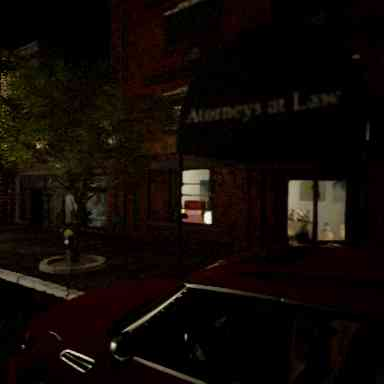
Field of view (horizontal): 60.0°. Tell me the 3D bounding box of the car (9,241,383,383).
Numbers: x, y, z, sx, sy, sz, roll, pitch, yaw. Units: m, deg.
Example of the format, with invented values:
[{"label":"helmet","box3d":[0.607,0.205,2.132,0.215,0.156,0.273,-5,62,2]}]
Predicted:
[{"label":"car","box3d":[0.786,1.313,2.296,5.009,1.841,2.192,0,1,36]}]
